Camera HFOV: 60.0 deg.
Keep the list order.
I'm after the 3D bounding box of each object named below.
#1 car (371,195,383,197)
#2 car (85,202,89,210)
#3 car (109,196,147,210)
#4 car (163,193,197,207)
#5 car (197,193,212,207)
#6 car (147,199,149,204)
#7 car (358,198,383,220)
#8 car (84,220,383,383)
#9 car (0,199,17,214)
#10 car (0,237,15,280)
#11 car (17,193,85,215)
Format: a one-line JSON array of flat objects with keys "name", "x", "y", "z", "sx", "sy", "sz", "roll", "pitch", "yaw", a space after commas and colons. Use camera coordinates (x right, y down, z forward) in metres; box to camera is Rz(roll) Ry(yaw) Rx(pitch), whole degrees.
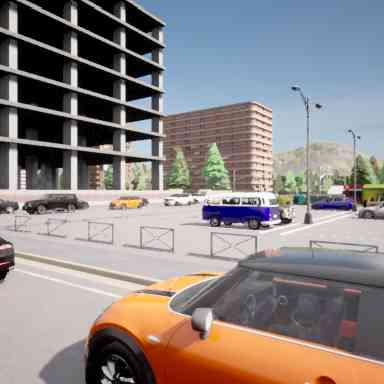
[{"name": "car", "x": 17.786, "y": 1.153, "z": 29.391, "sx": 4.605, "sy": 1.855, "sz": 1.932, "roll": 0, "pitch": 0, "yaw": 36}, {"name": "car", "x": -14.448, "y": 1.508, "z": 39.876, "sx": 1.994, "sy": 1.385, "sz": 4.181, "roll": 0, "pitch": 0, "yaw": 35}, {"name": "car", "x": -8.406, "y": 1.297, "z": 42.361, "sx": 2.097, "sy": 1.767, "sz": 4.553, "roll": 0, "pitch": 0, "yaw": 35}, {"name": "car", "x": -2.119, "y": 1.168, "z": 51.242, "sx": 2.150, "sy": 2.045, "sz": 5.566, "roll": 0, "pitch": 0, "yaw": 36}, {"name": "car", "x": 0.882, "y": 1.187, "z": 61.436, "sx": 2.150, "sy": 2.045, "sz": 5.566, "roll": 0, "pitch": 0, "yaw": 35}, {"name": "car", "x": -8.424, "y": 1.435, "z": 48.402, "sx": 2.128, "sy": 1.511, "sz": 4.902, "roll": 0, "pitch": 0, "yaw": 35}, {"name": "car", "x": 14.579, "y": 1.395, "z": 24.826, "sx": 3.806, "sy": 1.475, "sz": 1.970, "roll": 0, "pitch": 0, "yaw": 36}, {"name": "car", "x": 1.002, "y": 1.352, "z": 3.274, "sx": 4.553, "sy": 1.767, "sz": 2.097, "roll": 0, "pitch": 0, "yaw": 35}, {"name": "car", "x": -19.590, "y": 1.436, "z": 32.602, "sx": 2.128, "sy": 1.511, "sz": 4.902, "roll": 0, "pitch": 0, "yaw": 36}, {"name": "car", "x": -6.511, "y": 1.492, "z": 8.588, "sx": 4.902, "sy": 1.511, "sz": 2.128, "roll": 0, "pitch": 0, "yaw": 35}, {"name": "car", "x": -14.284, "y": 1.166, "z": 34.033, "sx": 2.150, "sy": 2.045, "sz": 5.566, "roll": 0, "pitch": 0, "yaw": 35}]
